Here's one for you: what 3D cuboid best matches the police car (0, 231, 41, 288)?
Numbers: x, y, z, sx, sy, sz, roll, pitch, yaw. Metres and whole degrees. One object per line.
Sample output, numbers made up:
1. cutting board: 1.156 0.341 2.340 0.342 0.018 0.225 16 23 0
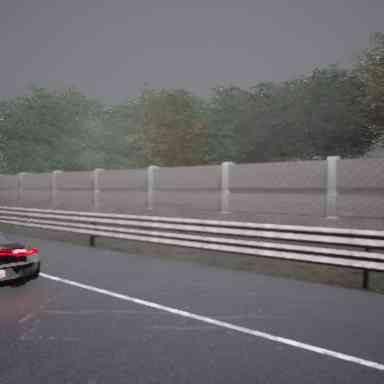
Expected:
1. police car: -5.854 1.472 8.099 4.974 1.542 2.038 0 0 36
